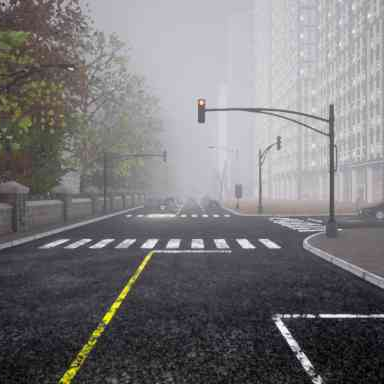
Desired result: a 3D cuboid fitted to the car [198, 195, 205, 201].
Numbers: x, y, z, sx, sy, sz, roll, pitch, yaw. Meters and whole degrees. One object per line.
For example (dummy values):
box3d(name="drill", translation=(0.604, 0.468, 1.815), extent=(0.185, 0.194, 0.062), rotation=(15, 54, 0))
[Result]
box3d(name="car", translation=(2.611, 1.642, 92.214), extent=(2.008, 1.369, 4.403), rotation=(0, 0, 0))

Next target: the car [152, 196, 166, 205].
box3d(name="car", translation=(-5.740, 1.478, 58.414), extent=(1.967, 1.590, 4.097), rotation=(0, 0, 0))

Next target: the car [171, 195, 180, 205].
box3d(name="car", translation=(-3.139, 1.531, 48.033), extent=(1.837, 1.490, 4.892), rotation=(0, 0, 0))

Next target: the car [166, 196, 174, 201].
box3d(name="car", translation=(-5.765, 1.626, 86.575), extent=(1.887, 1.381, 4.507), rotation=(0, 0, 0))

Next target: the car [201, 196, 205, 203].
box3d(name="car", translation=(2.650, 1.592, 47.156), extent=(1.947, 1.339, 4.313), rotation=(0, 0, 0))

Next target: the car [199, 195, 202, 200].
box3d(name="car", translation=(3.052, 1.406, 69.806), extent=(2.097, 1.767, 4.553), rotation=(0, 0, 0))

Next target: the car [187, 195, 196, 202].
box3d(name="car", translation=(-0.069, 1.482, 78.807), extent=(2.033, 1.411, 5.357), rotation=(0, 0, 0))

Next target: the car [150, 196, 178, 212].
box3d(name="car", translation=(-3.135, 1.509, 38.214), extent=(2.128, 1.511, 4.902), rotation=(0, 0, 0))

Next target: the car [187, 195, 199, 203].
box3d(name="car", translation=(-0.061, 1.578, 69.224), extent=(1.812, 1.442, 4.674), rotation=(0, 0, 0))

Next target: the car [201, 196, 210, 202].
box3d(name="car", translation=(3.082, 1.590, 76.836), extent=(1.812, 1.442, 4.674), rotation=(0, 0, 0))

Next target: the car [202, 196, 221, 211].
box3d(name="car", translation=(2.655, 1.587, 41.523), extent=(1.947, 1.339, 4.313), rotation=(0, 0, 0))

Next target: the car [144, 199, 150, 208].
box3d(name="car", translation=(-5.730, 1.608, 47.149), extent=(1.802, 1.307, 4.206), rotation=(0, 0, 0))

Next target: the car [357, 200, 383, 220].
box3d(name="car", translation=(14.933, 1.239, 24.747), extent=(4.892, 1.490, 1.837), rotation=(-1, 0, 0))

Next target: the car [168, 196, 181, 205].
box3d(name="car", translation=(-3.121, 1.534, 61.359), extent=(2.128, 1.511, 4.902), rotation=(0, 0, 0))

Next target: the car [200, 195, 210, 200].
box3d(name="car", translation=(2.645, 1.597, 52.789), extent=(1.947, 1.339, 4.313), rotation=(0, 0, 0))
